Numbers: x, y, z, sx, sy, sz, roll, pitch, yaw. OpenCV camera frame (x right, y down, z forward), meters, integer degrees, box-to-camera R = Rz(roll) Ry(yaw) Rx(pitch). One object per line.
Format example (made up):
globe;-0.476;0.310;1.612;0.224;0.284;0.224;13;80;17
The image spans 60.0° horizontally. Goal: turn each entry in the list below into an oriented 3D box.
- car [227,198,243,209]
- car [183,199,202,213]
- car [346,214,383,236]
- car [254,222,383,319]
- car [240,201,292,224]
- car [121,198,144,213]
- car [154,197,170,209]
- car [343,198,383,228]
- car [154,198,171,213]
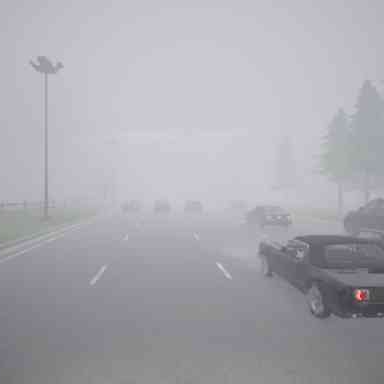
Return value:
car;6.293;1.630;47.148;1.812;1.442;4.674;0;0;-5
car;0.067;1.572;38.589;2.128;1.511;4.902;0;0;-5
car;6.263;1.551;8.752;1.812;1.442;4.674;0;0;-4
car;2.982;1.620;7.422;1.895;1.301;4.718;0;0;-5
car;5.061;1.600;22.702;2.033;1.411;5.357;0;0;-5
car;-6.915;1.671;38.046;1.895;1.301;4.718;0;0;-5
car;-4.338;1.585;48.033;2.128;1.511;4.902;0;0;-6
car;9.249;1.265;15.233;2.150;2.045;5.566;0;0;-5
car;-3.394;1.675;37.981;1.895;1.301;4.718;0;0;-5
